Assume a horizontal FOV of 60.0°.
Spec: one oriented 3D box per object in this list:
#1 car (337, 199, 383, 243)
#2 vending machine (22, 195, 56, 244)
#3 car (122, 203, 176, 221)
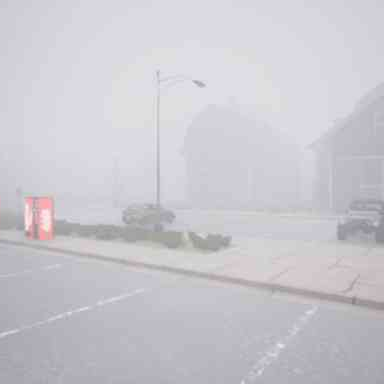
[{"bbox_3d":[8.380,1.312,16.130,1.905,1.878,3.866,0,0,35],"label":"car"},{"bbox_3d":[-7.002,1.212,15.254,0.880,2.100,1.100,0,0,35],"label":"vending machine"},{"bbox_3d":[-2.969,1.522,23.430,1.816,1.474,4.193,0,0,35],"label":"car"}]
